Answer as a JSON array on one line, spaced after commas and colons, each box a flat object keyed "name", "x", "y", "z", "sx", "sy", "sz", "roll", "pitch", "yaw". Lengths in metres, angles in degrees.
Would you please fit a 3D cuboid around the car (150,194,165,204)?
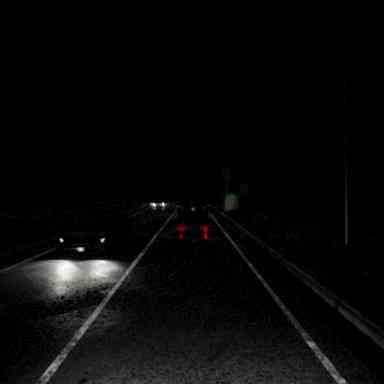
[{"name": "car", "x": -5.930, "y": 1.152, "z": 56.366, "sx": 1.837, "sy": 1.490, "sz": 4.892, "roll": 1, "pitch": 1, "yaw": -16}]

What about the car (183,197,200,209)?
[{"name": "car", "x": -0.092, "y": 1.317, "z": 41.647, "sx": 1.994, "sy": 1.385, "sz": 4.181, "roll": 0, "pitch": 0, "yaw": -2}]

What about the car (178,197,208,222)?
[{"name": "car", "x": 0.079, "y": 1.203, "z": 24.915, "sx": 2.097, "sy": 1.767, "sz": 4.553, "roll": 0, "pitch": 0, "yaw": 0}]

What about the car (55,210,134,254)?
[{"name": "car", "x": -3.611, "y": 1.467, "z": 13.452, "sx": 2.033, "sy": 1.411, "sz": 5.357, "roll": 0, "pitch": 0, "yaw": 0}]
